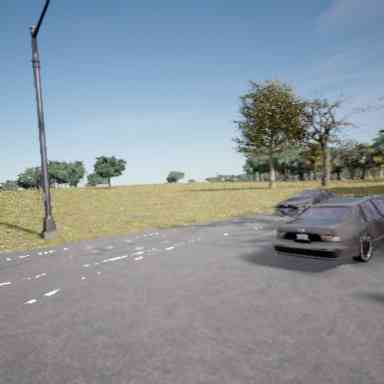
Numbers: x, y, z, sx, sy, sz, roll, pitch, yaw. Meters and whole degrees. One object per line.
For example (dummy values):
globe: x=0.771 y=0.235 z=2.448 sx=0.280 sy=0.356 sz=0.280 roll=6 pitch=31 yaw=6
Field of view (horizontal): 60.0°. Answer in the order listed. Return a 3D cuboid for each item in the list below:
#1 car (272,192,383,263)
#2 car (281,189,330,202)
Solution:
car: x=4.429 y=0.835 z=9.161 sx=5.357 sy=1.411 sz=2.033 roll=-7 pitch=2 yaw=-39
car: x=7.394 y=0.559 z=20.682 sx=5.357 sy=1.411 sz=2.033 roll=-4 pitch=0 yaw=-39
